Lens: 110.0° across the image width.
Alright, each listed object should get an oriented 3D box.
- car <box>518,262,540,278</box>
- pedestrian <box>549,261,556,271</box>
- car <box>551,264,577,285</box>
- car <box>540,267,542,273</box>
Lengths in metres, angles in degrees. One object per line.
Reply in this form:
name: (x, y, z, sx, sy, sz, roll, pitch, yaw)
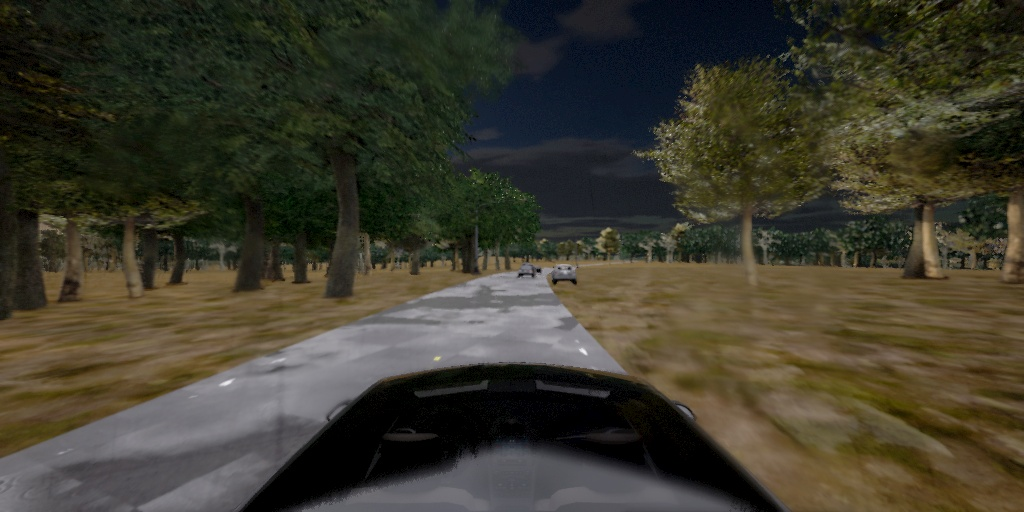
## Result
car: (1.762, 1.705, 41.030, 2.033, 1.411, 5.357, 0, -1, 8)
pedestrian: (3.657, 1.325, 31.481, 0.375, 1.860, 0.375, -1, 1, -11)
car: (4.179, 1.426, 29.178, 1.970, 1.475, 3.806, 0, -1, 4)
car: (3.537, 1.984, 54.825, 1.895, 1.301, 4.718, 0, -1, 8)
